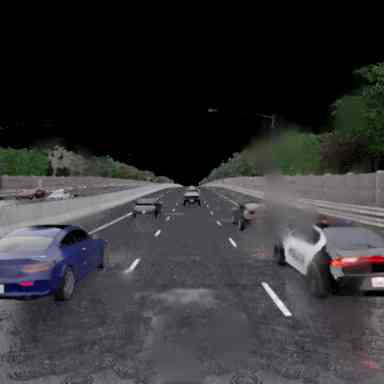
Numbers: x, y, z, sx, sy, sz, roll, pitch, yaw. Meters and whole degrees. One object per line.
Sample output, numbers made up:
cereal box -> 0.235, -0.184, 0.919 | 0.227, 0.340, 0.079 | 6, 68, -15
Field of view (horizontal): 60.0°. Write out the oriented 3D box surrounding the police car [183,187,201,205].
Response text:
police car -> -0.015, 0.625, 39.269 | 1.930, 1.638, 5.238 | 0, 2, 0

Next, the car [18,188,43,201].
car -> -21.012, 0.282, 43.938 | 1.882, 1.535, 5.008 | 0, 2, 0

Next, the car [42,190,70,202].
car -> -17.512, 0.528, 43.946 | 1.812, 1.442, 4.674 | 0, 2, 0

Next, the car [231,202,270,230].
car -> 3.495, 1.326, 19.561 | 1.837, 1.490, 4.892 | 0, 1, 0

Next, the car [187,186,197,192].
car -> -0.020, -0.696, 73.723 | 1.994, 1.385, 4.181 | 0, 2, 0

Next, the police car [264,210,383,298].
police car -> 3.498, 1.476, 8.571 | 2.038, 1.542, 4.974 | 0, 0, 0

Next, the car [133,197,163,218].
car -> -3.407, 1.157, 26.061 | 2.128, 1.511, 4.902 | 0, 2, 0

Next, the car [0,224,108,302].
car -> -3.402, 1.500, 8.074 | 1.812, 1.442, 4.674 | 0, 0, 0

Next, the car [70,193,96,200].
car -> -14.012, 0.313, 43.912 | 1.895, 1.301, 4.718 | 0, 2, 0
